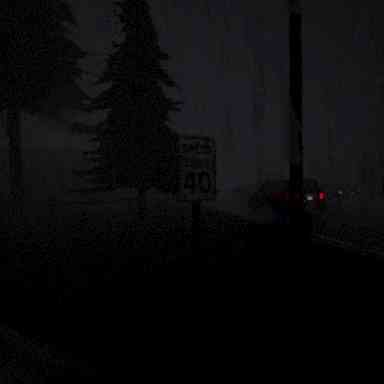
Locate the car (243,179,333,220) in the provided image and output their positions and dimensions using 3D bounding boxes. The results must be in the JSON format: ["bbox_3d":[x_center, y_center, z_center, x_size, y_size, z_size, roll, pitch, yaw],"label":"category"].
[{"bbox_3d":[5.078,0.301,18.637,2.150,2.045,5.566,-2,2,-13],"label":"car"}]

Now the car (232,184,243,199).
[{"bbox_3d":[5.433,-0.048,32.919,1.837,1.490,4.892,-2,2,-13],"label":"car"}]

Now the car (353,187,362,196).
[{"bbox_3d":[15.640,-0.227,35.389,1.895,1.301,4.718,-2,3,-13],"label":"car"}]

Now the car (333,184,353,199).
[{"bbox_3d":[12.866,-0.060,31.789,1.994,1.385,4.181,-2,2,-13],"label":"car"}]

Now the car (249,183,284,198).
[{"bbox_3d":[8.123,-0.265,36.871,1.837,1.490,4.892,-2,2,-13],"label":"car"}]
